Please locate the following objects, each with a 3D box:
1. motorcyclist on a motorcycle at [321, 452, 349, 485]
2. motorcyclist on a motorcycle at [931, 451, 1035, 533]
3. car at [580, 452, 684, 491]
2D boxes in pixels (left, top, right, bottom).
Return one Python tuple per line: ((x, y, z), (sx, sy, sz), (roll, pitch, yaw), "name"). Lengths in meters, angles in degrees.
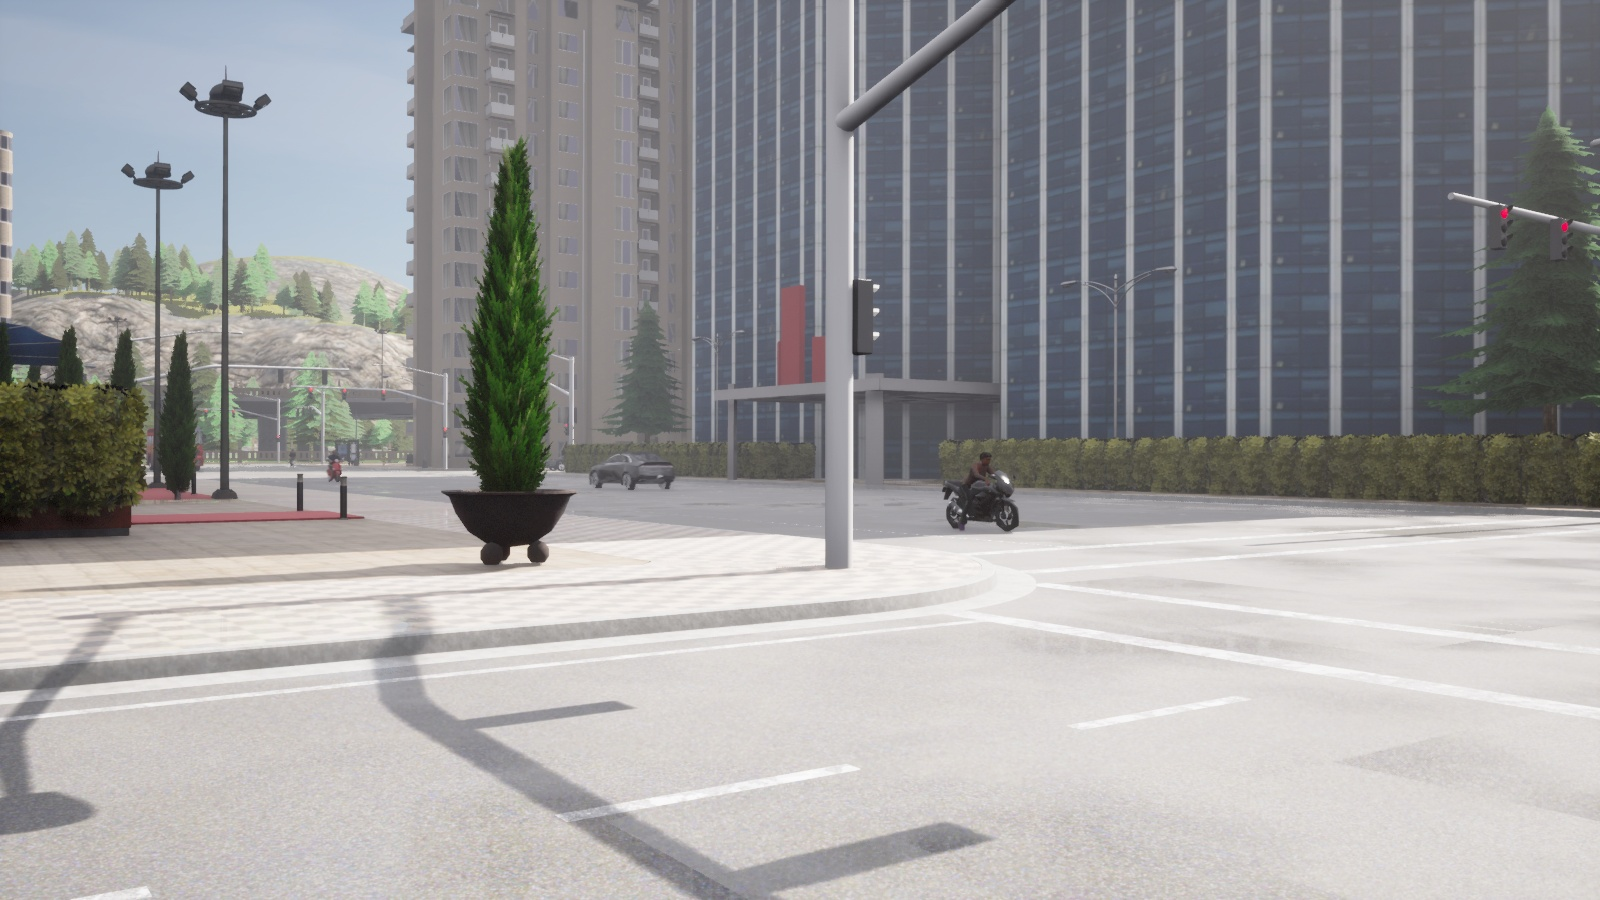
((-22.729, 0.897, 61.340), (0.866, 1.590, 1.817), (0, 0, -35), "motorcyclist on a motorcycle")
((3.501, 0.779, 24.186), (0.797, 1.523, 2.044), (0, 0, -35), "motorcyclist on a motorcycle")
((-6.890, 0.840, 51.040), (2.128, 1.511, 4.902), (0, 0, -35), "car")
